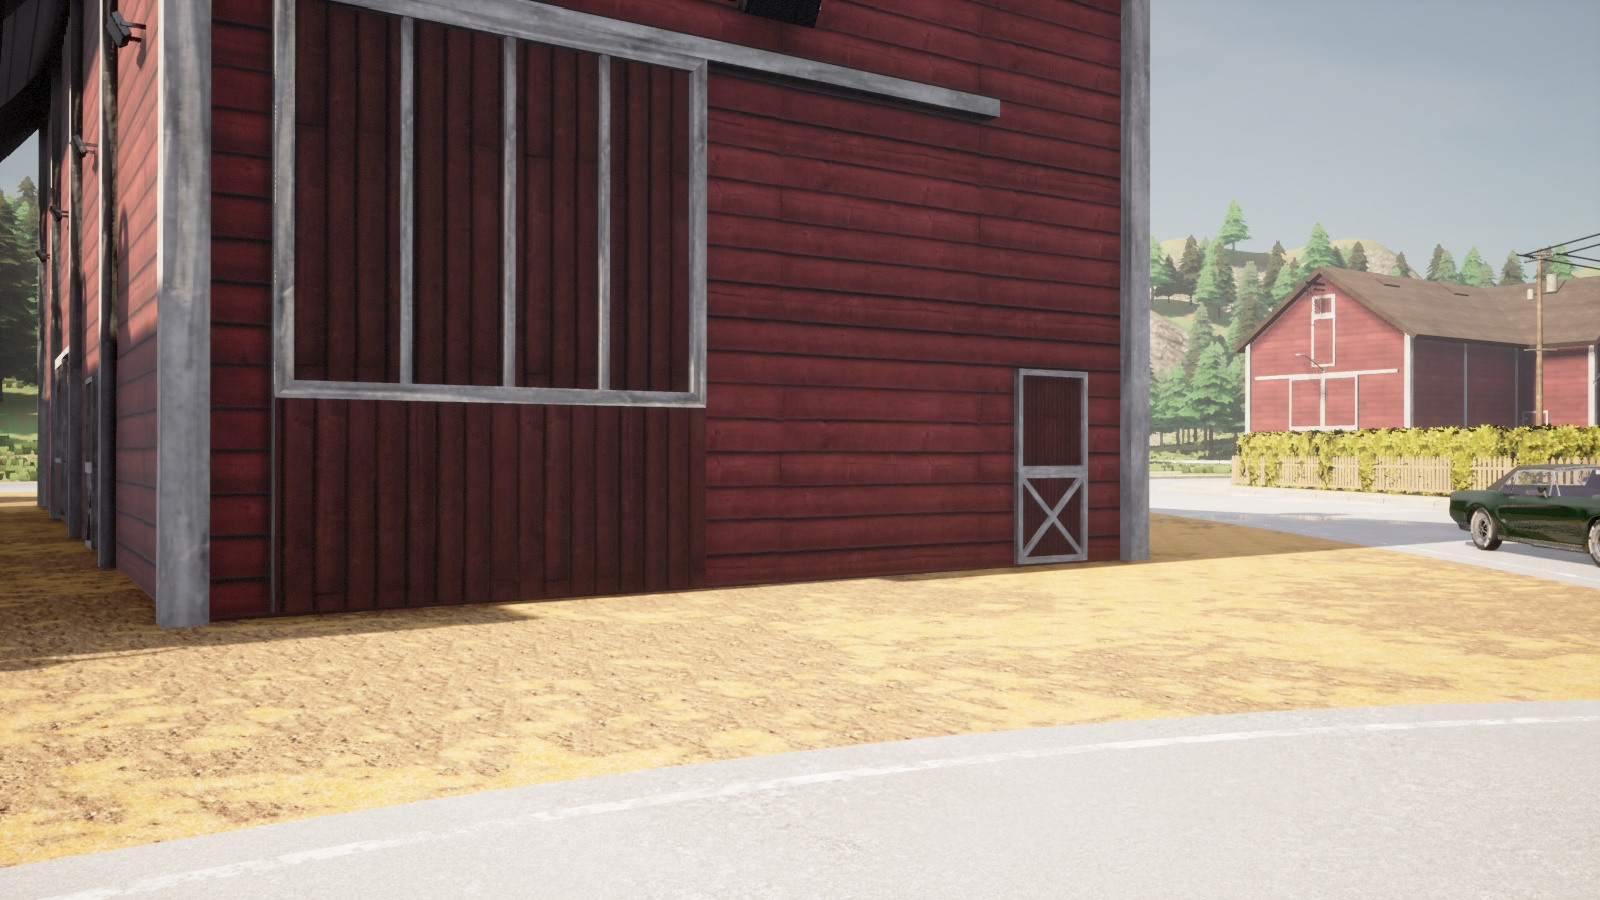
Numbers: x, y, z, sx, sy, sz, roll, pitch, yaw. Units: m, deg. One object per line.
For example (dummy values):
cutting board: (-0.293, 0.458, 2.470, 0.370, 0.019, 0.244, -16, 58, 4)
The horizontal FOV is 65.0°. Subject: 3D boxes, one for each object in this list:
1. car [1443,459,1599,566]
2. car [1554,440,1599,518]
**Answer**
car: (10.993, 0.804, 17.312, 1.895, 1.301, 4.718, 0, 0, 1)
car: (19.284, 0.648, 27.187, 4.856, 1.649, 2.033, 1, 0, -9)
